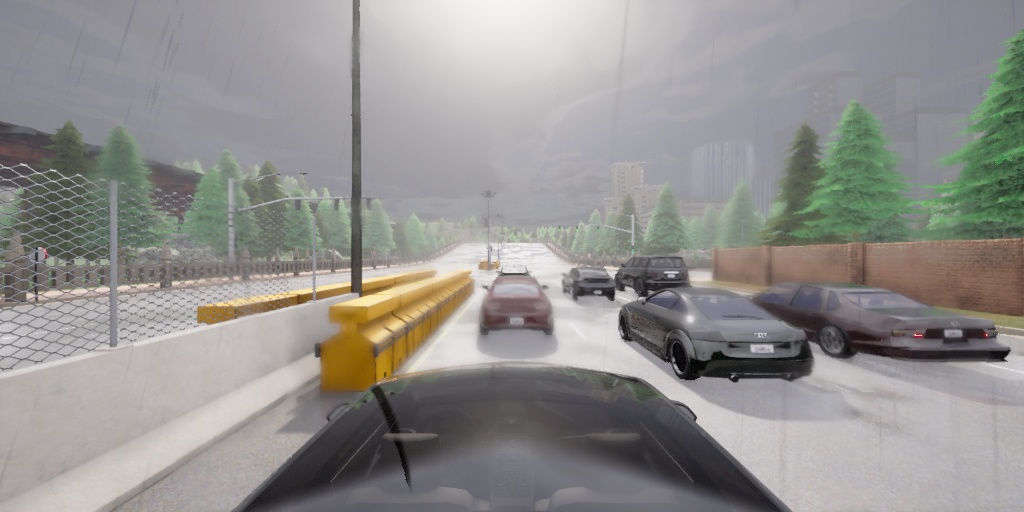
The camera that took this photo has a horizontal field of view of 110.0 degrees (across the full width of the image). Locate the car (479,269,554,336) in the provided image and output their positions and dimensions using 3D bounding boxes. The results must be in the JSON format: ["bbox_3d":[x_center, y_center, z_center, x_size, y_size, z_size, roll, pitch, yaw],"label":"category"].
[{"bbox_3d":[0.111,1.276,10.266,1.812,1.442,4.674,0,0,0],"label":"car"}]

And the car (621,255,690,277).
[{"bbox_3d":[7.118,0.973,18.684,2.150,2.045,5.566,0,0,0],"label":"car"}]

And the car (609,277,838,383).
[{"bbox_3d":[3.611,1.314,7.219,1.994,1.385,4.181,0,0,-1],"label":"car"}]

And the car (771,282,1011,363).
[{"bbox_3d":[7.108,1.297,8.279,2.033,1.411,5.357,0,0,0],"label":"car"}]

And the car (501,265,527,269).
[{"bbox_3d":[0.121,1.242,20.164,2.128,1.511,4.902,0,0,0],"label":"car"}]

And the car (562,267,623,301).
[{"bbox_3d":[3.617,1.256,17.457,1.837,1.490,4.892,0,0,0],"label":"car"}]
